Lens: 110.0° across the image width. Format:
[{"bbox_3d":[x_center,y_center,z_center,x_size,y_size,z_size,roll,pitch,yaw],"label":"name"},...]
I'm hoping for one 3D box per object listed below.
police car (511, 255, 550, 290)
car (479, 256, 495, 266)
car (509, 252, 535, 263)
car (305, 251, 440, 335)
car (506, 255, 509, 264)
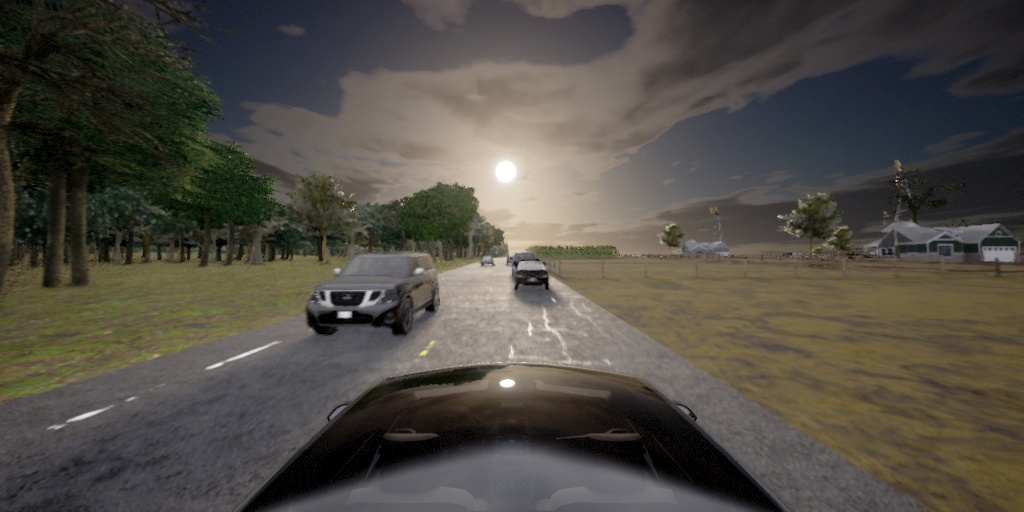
[{"bbox_3d":[1.048,0.968,20.878,1.930,1.638,5.238,0,1,0],"label":"police car"},{"bbox_3d":[-3.558,0.713,52.064,1.812,1.442,4.674,0,1,0],"label":"car"},{"bbox_3d":[1.047,0.655,30.807,2.150,2.045,5.566,0,1,0],"label":"car"},{"bbox_3d":[-3.598,0.877,10.477,2.150,2.045,5.566,0,1,0],"label":"car"},{"bbox_3d":[0.014,0.592,59.554,2.128,1.511,4.902,0,1,0],"label":"car"}]
